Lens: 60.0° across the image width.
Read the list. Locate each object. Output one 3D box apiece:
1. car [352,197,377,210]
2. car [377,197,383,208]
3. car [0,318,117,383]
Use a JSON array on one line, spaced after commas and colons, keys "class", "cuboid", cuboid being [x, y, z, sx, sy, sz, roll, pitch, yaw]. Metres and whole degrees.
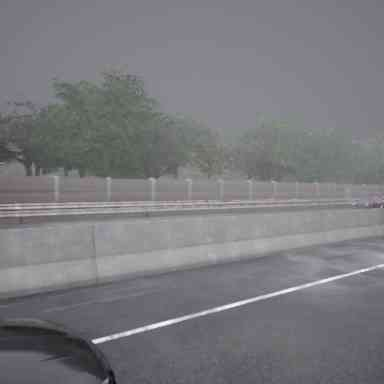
[{"class": "car", "cuboid": [21.640, 1.389, 40.811, 4.553, 1.767, 2.097, 0, 0, -35]}, {"class": "car", "cuboid": [23.927, 1.257, 38.137, 5.566, 2.045, 2.150, 0, 0, -35]}, {"class": "car", "cuboid": [-2.815, 1.492, 1.739, 4.902, 1.511, 2.128, 0, 0, -36]}]
